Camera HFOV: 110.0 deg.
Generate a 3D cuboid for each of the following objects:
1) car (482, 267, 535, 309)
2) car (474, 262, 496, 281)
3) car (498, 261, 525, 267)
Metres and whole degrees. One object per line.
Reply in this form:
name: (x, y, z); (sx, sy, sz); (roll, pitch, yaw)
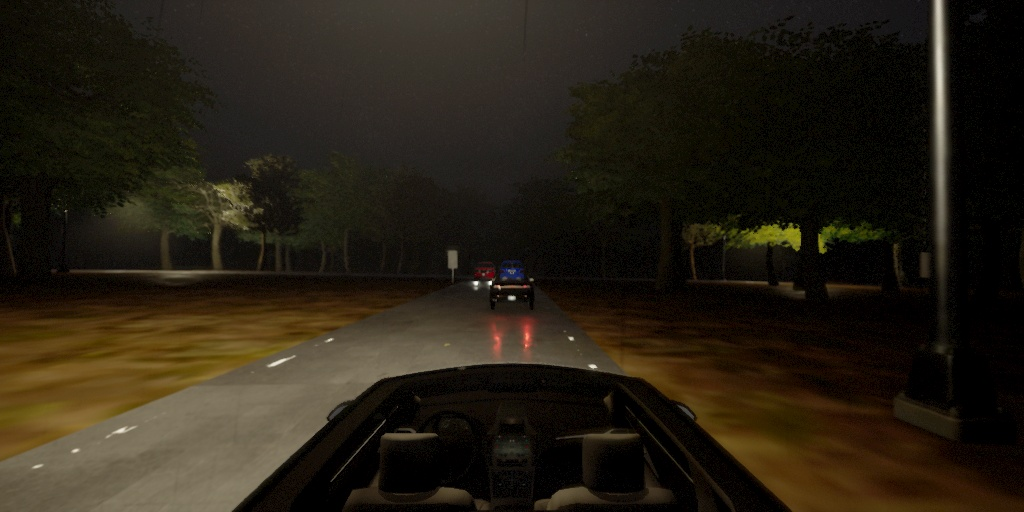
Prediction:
car: (0.002, 1.433, 16.175); (2.128, 1.511, 4.902); (0, -1, 0)
car: (-3.008, 1.695, 40.569); (2.150, 2.045, 5.566); (0, -2, 0)
car: (-0.004, 1.455, 30.922); (2.150, 2.045, 5.566); (0, -1, 0)
